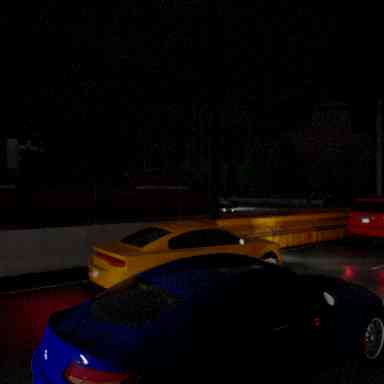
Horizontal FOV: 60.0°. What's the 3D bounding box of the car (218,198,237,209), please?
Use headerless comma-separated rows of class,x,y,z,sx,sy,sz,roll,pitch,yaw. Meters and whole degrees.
car,3.785,1.525,46.588,1.812,1.442,4.674,0,0,-33

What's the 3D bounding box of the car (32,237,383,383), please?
car,0.594,1.526,4.160,4.674,1.442,1.812,0,0,-35

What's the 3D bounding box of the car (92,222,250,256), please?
car,0.084,1.478,8.084,5.008,1.535,1.882,0,0,-35

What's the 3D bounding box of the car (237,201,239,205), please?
car,5.070,1.600,51.025,1.895,1.301,4.718,0,0,-33

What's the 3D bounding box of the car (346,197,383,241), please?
car,9.086,1.221,14.488,5.566,2.045,2.150,0,0,-32
